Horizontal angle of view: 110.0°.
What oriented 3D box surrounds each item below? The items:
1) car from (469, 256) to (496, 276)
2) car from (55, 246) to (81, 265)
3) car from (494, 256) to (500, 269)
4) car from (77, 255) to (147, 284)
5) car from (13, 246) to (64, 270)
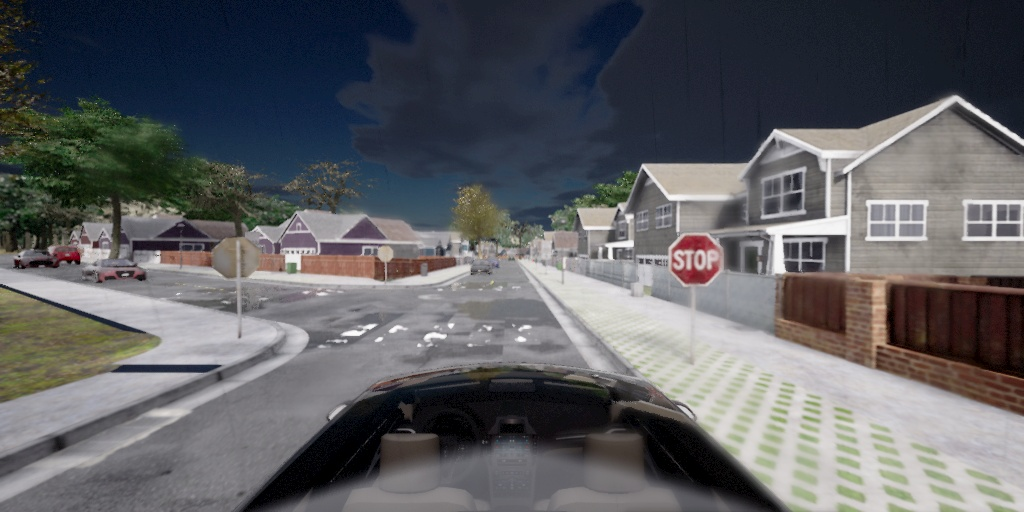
[{"bbox_3d":[-2.863,1.059,34.142,1.837,1.490,4.892,0,0,0],"label":"car"},{"bbox_3d":[-49.895,-0.073,39.657,5.566,2.045,2.150,1,1,29],"label":"car"},{"bbox_3d":[-2.856,0.835,50.018,2.097,1.767,4.553,0,0,0],"label":"car"},{"bbox_3d":[-23.901,0.859,21.558,4.181,1.385,1.994,1,1,30],"label":"car"},{"bbox_3d":[-42.983,0.276,32.406,4.553,1.767,2.097,1,2,30],"label":"car"}]
